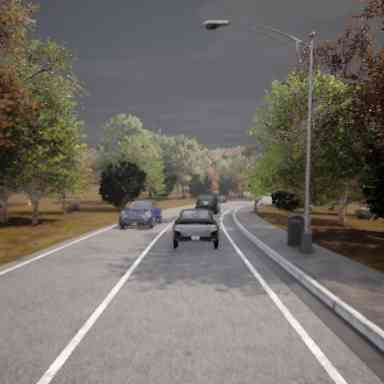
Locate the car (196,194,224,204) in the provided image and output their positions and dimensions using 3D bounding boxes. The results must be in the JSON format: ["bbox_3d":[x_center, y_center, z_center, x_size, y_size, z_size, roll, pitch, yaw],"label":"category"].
[{"bbox_3d":[1.726,1.211,34.251,2.150,2.045,5.566,1,0,9],"label":"car"}]

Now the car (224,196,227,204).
[{"bbox_3d":[5.264,1.464,62.226,1.837,1.490,4.892,2,1,20],"label":"car"}]

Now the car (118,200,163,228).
[{"bbox_3d":[-3.222,1.305,21.575,2.097,1.767,4.553,1,-1,4],"label":"car"}]

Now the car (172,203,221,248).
[{"bbox_3d":[0.182,1.476,14.671,2.128,1.511,4.902,0,0,1],"label":"car"}]
